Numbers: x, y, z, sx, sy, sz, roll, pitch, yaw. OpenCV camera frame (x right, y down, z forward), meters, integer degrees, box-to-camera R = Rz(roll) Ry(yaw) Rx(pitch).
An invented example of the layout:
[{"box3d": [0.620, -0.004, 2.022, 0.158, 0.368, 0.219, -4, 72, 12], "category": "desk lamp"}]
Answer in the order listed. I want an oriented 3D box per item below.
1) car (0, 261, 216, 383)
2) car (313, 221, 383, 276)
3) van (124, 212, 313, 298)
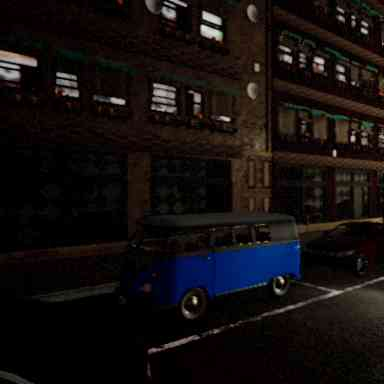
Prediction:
[{"box3d": [-2.460, 1.489, 1.627, 4.902, 1.511, 2.128, -1, 0, -37], "category": "car"}, {"box3d": [5.156, 1.578, 10.237, 4.206, 1.307, 1.802, 0, 0, -35], "category": "car"}, {"box3d": [0.517, 1.339, 6.930, 3.998, 1.788, 1.690, 0, 0, -35], "category": "van"}]
